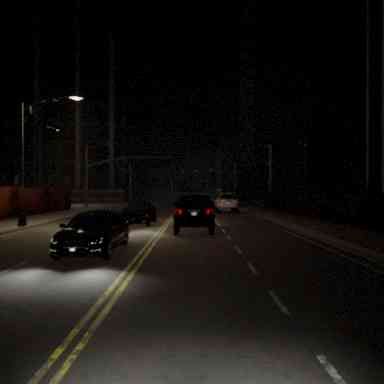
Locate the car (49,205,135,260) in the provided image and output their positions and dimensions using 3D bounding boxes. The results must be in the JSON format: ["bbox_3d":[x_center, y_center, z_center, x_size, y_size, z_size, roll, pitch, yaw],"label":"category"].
[{"bbox_3d":[-3.586,1.467,12.400,1.837,1.490,4.892,0,0,0],"label":"car"}]

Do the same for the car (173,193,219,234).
[{"bbox_3d":[0.107,1.152,19.043,2.150,2.045,5.566,0,0,0],"label":"car"}]

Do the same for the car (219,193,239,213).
[{"bbox_3d":[3.524,1.083,34.702,2.150,2.045,5.566,0,0,0],"label":"car"}]

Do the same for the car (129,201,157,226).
[{"bbox_3d":[-3.545,1.394,22.738,1.882,1.535,5.008,0,0,1],"label":"car"}]
